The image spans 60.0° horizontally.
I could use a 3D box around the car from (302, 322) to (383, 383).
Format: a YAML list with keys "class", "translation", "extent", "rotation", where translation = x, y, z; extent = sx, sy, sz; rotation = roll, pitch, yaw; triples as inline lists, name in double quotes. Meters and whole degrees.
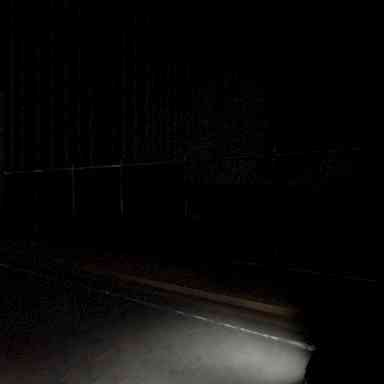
- class: "car"
  translation: [3.105, 1.505, 1.757]
  extent: [4.892, 1.490, 1.837]
  rotation: [0, 0, 36]
